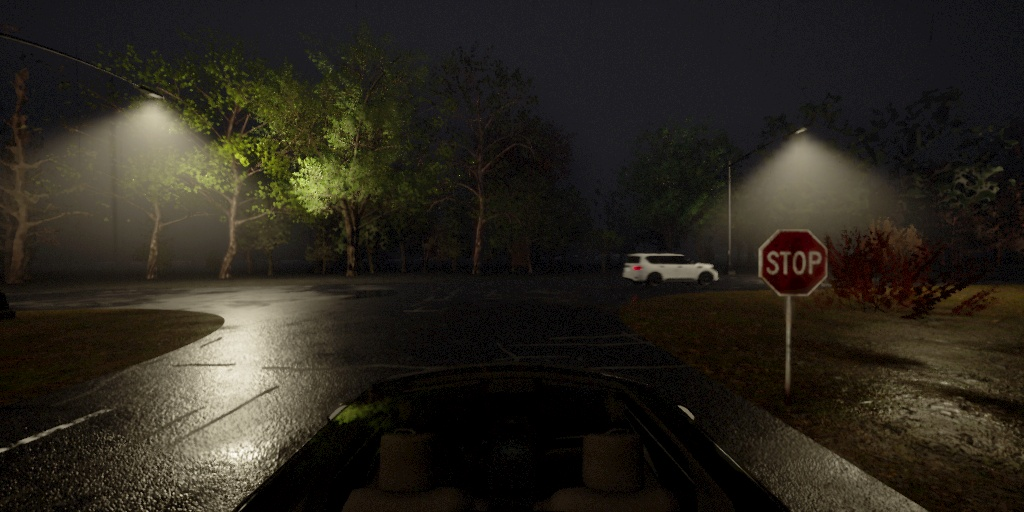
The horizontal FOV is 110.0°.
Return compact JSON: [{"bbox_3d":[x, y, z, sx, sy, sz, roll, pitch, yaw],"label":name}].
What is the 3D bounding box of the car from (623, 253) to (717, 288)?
[{"bbox_3d":[9.730,0.849,22.268,5.566,2.045,2.150,-1,1,-8],"label":"car"}]
